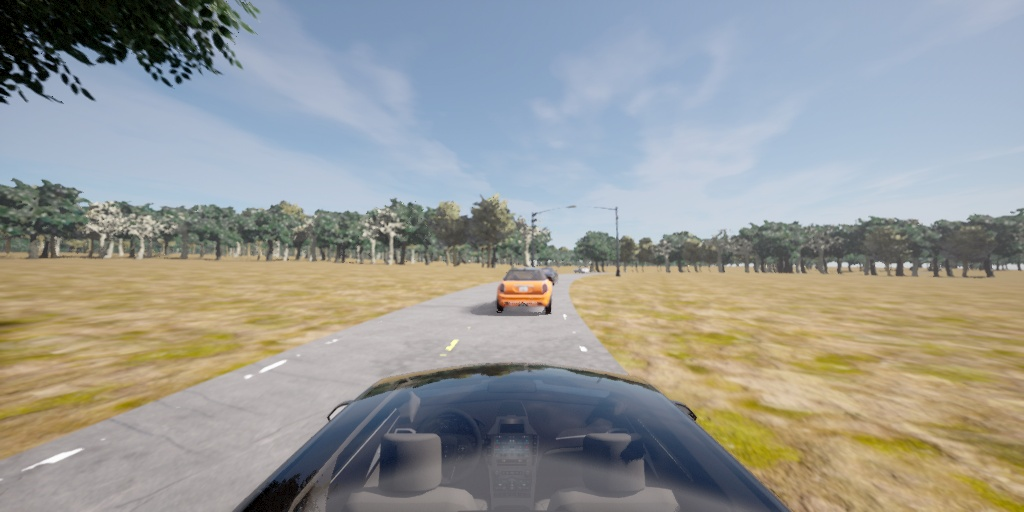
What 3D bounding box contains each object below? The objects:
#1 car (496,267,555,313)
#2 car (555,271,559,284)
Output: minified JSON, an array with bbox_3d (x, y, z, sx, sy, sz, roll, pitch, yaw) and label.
[{"bbox_3d":[0.645,1.259,15.140,2.097,1.767,4.553,0,-1,6],"label":"car"},{"bbox_3d":[2.686,1.621,28.923,2.033,1.411,5.357,-1,-1,12],"label":"car"}]
